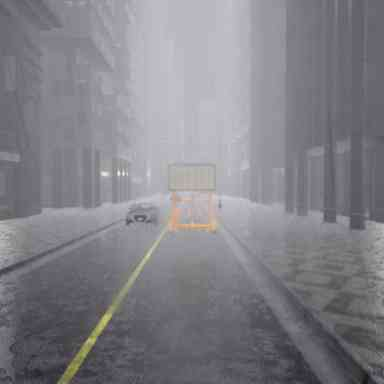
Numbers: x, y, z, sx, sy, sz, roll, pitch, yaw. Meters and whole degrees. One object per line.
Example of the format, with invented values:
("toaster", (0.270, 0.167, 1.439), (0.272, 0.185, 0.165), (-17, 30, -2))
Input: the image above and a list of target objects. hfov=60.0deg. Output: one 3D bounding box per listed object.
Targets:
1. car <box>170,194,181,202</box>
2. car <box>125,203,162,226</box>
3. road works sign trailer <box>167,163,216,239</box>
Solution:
("car", (-3.015, 1.076, 62.385), (1.994, 1.385, 4.181), (0, 1, 1))
("car", (-3.091, 1.411, 21.861), (1.994, 1.385, 4.181), (0, 0, 0))
("road works sign trailer", (0.013, 0.349, 16.660), (2.380, 3.560, 2.880), (0, 0, 1))
